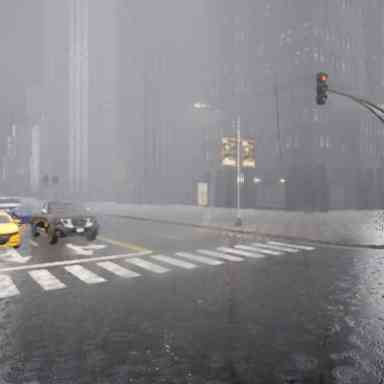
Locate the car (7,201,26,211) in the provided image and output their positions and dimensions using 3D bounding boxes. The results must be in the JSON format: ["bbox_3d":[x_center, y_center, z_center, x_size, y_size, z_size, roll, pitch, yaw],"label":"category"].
[{"bbox_3d":[-12.540,1.732,25.463,1.882,1.535,5.008,0,-1,-36],"label":"car"}]

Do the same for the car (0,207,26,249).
[{"bbox_3d":[-9.068,1.653,15.035,1.882,1.535,5.008,0,-1,-35],"label":"car"}]

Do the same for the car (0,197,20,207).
[{"bbox_3d":[-18.778,1.539,34.183,2.150,2.045,5.566,0,0,-35],"label":"car"}]

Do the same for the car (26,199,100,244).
[{"bbox_3d":[-6.769,1.412,17.377,2.150,2.045,5.566,0,-1,-37],"label":"car"}]
